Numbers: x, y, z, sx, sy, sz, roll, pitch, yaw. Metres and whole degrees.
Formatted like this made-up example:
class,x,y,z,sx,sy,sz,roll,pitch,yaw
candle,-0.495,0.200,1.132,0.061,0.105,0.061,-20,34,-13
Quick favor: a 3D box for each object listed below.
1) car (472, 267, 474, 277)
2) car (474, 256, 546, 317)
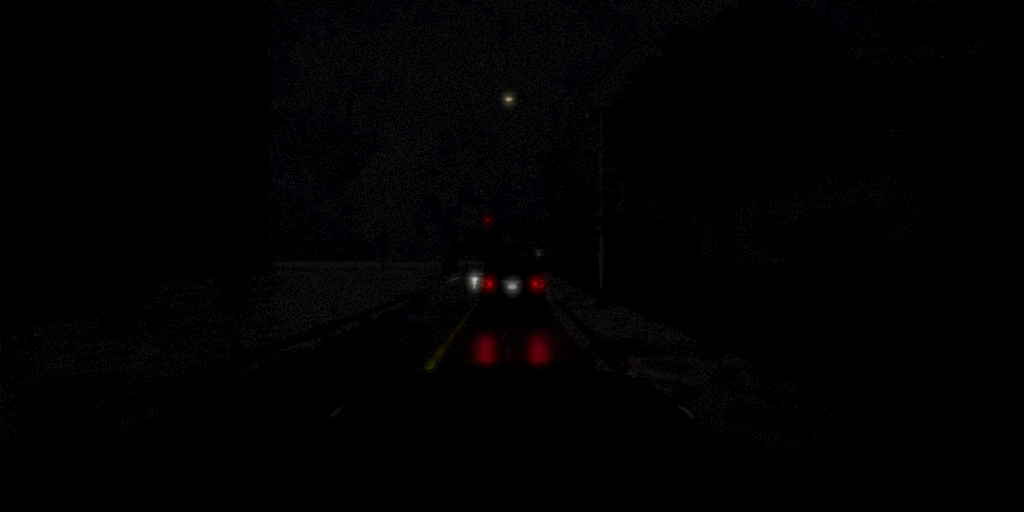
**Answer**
class,x,y,z,sx,sy,sz,roll,pitch,yaw
car,-3.026,1.393,37.496,2.033,1.411,5.357,0,0,1
car,0.036,1.008,13.471,2.150,2.045,5.566,0,0,1
